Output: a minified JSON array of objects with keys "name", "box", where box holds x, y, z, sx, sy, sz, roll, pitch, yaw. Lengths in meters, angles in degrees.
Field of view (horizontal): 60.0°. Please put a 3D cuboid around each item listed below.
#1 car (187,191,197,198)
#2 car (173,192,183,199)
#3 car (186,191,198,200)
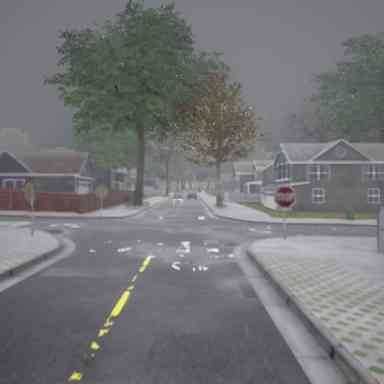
[{"name":"car","box":[-0.017,0.475,72.549,2.033,1.411,5.357,0,1,0]},{"name":"car","box":[-2.766,0.727,66.717,1.837,1.490,4.892,0,1,0]},{"name":"car","box":[-0.015,0.737,62.128,1.837,1.490,4.892,0,1,0]}]
